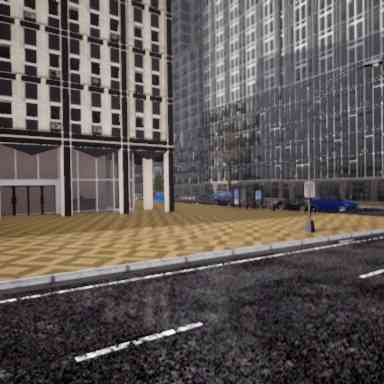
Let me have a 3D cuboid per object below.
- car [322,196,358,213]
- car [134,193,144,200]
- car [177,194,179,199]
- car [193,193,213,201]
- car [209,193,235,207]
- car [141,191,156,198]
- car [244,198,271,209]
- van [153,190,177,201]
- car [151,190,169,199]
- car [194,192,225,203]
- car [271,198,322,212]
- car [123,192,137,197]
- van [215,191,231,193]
[{"bbox_3d":[14.686,1.241,34.620,1.882,1.535,5.008,-1,1,-34],"label":"car"},{"bbox_3d":[-11.257,0.969,68.214,2.008,1.369,4.403,-1,1,-34],"label":"car"},{"bbox_3d":[-4.325,0.846,72.923,1.802,1.307,4.206,-1,1,-34],"label":"car"},{"bbox_3d":[2.063,0.954,63.520,1.802,1.307,4.206,-1,1,-34],"label":"car"},{"bbox_3d":[4.668,1.250,44.680,1.947,1.339,4.313,-1,1,-34],"label":"car"},{"bbox_3d":[-10.714,0.595,82.323,1.967,1.590,4.097,-1,1,-34],"label":"car"},{"bbox_3d":[7.813,1.319,39.947,1.802,1.307,4.206,-1,1,-34],"label":"car"},{"bbox_3d":[-4.869,0.867,58.809,1.690,1.788,3.998,-1,1,-34],"label":"van"},{"bbox_3d":[-7.520,0.524,77.620,2.192,1.841,5.009,-1,1,-34],"label":"car"},{"bbox_3d":[2.669,1.093,52.334,1.812,1.442,4.674,-1,1,-34],"label":"car"},{"bbox_3d":[10.993,1.355,35.233,1.947,1.339,4.313,-1,1,-34],"label":"car"},{"bbox_3d":[-17.101,0.597,91.726,2.008,1.369,4.403,-1,1,-34],"label":"car"},{"bbox_3d":[5.256,0.766,58.815,1.690,1.788,3.998,-1,1,-34],"label":"van"}]
